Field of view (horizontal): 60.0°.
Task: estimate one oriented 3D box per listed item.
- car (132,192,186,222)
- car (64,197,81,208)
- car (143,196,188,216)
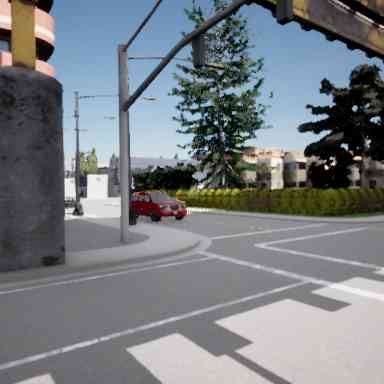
[{"bbox_3d":[-2.685,1.026,24.517,2.150,2.045,5.566,-1,1,-35],"label":"car"},{"bbox_3d":[-15.972,1.367,43.565,1.994,1.385,4.181,-1,1,-34],"label":"car"},{"bbox_3d":[-2.571,1.221,30.815,1.882,1.535,5.008,-1,1,-35],"label":"car"}]
